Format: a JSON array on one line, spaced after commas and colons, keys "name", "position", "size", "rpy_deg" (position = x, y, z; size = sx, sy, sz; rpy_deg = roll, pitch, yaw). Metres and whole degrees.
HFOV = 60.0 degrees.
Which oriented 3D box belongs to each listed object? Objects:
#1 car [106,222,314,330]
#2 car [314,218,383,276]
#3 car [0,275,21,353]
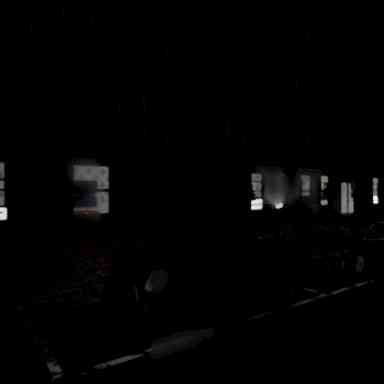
[{"name": "car", "position": [0.349, 1.419, 6.802], "size": [4.097, 1.590, 1.967], "rpy_deg": [0, 0, -35]}, {"name": "car", "position": [4.989, 1.500, 10.101], "size": [4.403, 1.369, 2.008], "rpy_deg": [0, 0, -35]}, {"name": "car", "position": [-4.290, 1.558, 3.503], "size": [4.403, 1.369, 2.008], "rpy_deg": [0, 0, -35]}]
